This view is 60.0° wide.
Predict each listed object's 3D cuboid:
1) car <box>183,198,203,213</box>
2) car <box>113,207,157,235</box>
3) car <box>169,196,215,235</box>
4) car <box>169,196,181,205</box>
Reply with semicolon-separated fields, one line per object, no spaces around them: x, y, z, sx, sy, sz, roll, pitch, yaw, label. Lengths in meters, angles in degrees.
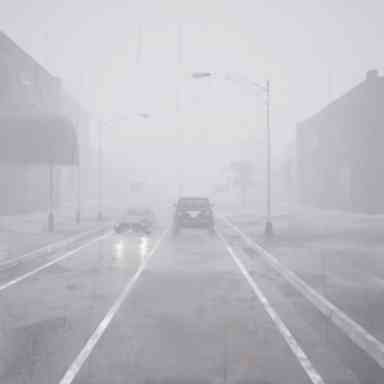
0.074;1.502;37.554;2.128;1.511;4.902;0;0;0;car
-3.112;1.578;19.427;2.033;1.411;5.357;0;0;0;car
0.088;1.249;19.061;2.150;2.045;5.566;0;0;0;car
-3.081;1.473;60.507;1.837;1.490;4.892;0;0;0;car
